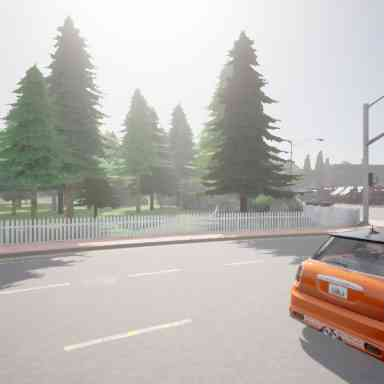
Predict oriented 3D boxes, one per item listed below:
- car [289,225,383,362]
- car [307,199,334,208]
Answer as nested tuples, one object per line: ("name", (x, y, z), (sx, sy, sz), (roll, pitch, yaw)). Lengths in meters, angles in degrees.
("car", (3.877, 1.352, 5.417), (4.553, 1.767, 2.097), (0, 0, -26))
("car", (17.554, 1.656, 45.703), (1.895, 1.301, 4.718), (0, 0, -8))
